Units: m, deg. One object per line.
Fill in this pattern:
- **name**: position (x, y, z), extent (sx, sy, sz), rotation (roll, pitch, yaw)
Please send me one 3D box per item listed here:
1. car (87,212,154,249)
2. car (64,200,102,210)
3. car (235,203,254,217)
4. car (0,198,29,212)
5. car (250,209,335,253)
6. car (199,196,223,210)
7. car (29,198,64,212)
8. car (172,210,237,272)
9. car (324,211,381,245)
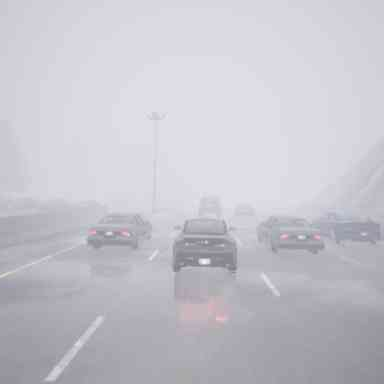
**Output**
- **car**: position (-2.949, 1.588, 14.699), extent (2.033, 1.411, 5.357), rotation (1, 0, 2)
- **car**: position (-11.915, 1.579, 37.712), extent (2.033, 1.411, 5.357), rotation (1, 0, 7)
- **car**: position (5.622, 1.871, 35.468), extent (1.994, 1.385, 4.181), rotation (1, 0, 7)
- **car**: position (-18.956, 1.408, 37.757), extent (2.128, 1.511, 4.902), rotation (1, 0, 7)
- **car**: position (4.048, 1.702, 14.521), extent (2.033, 1.411, 5.357), rotation (1, 0, 2)
- **car**: position (1.930, 1.460, 34.299), extent (2.150, 2.045, 5.566), rotation (1, 0, 7)
- **car**: position (-15.508, 1.446, 37.121), extent (1.882, 1.535, 5.008), rotation (1, -1, 7)
- **car**: position (0.424, 1.579, 11.100), extent (1.837, 1.490, 4.892), rotation (1, 0, 2)
- **car**: position (7.654, 1.707, 17.067), extent (1.882, 1.535, 5.008), rotation (1, 0, 2)
